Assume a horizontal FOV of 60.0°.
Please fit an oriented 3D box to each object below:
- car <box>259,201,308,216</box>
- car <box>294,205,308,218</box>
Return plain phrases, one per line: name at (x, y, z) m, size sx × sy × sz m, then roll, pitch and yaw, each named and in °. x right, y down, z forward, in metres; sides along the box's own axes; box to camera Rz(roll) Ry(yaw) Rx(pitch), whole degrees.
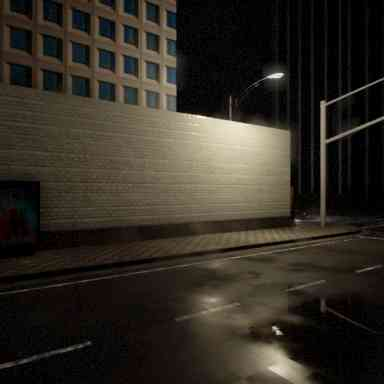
car at (9.378, 1.656, 34.337) m, size 1.895 × 1.301 × 4.718 m, roll 0°, pitch 0°, yaw -36°
car at (8.176, 1.581, 30.012) m, size 1.812 × 1.442 × 4.674 m, roll 0°, pitch 0°, yaw -36°
